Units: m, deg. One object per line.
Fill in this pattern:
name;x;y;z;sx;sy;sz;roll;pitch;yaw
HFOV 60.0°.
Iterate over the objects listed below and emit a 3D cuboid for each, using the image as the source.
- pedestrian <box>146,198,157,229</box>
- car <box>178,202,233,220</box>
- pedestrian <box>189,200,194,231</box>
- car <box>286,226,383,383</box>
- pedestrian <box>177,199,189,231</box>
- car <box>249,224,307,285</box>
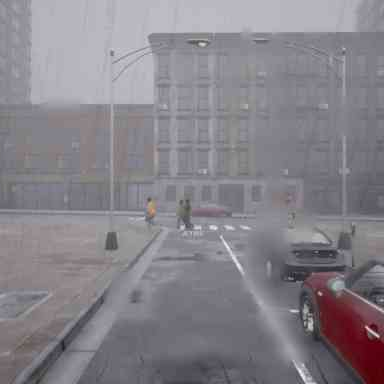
pedestrian;-2.288;1.146;18.630;0.375;1.860;0.375;0;0;0
car;1.124;1.592;28.404;4.674;1.442;1.812;1;0;1
pedestrian;-0.236;1.298;19.816;0.375;1.860;0.375;0;0;0
car;2.664;1.441;3.771;1.967;1.590;4.097;0;0;0
pedestrian;-0.536;1.298;19.212;0.375;1.860;0.375;0;0;0
car;2.693;1.553;9.274;2.008;1.369;4.403;0;0;0
